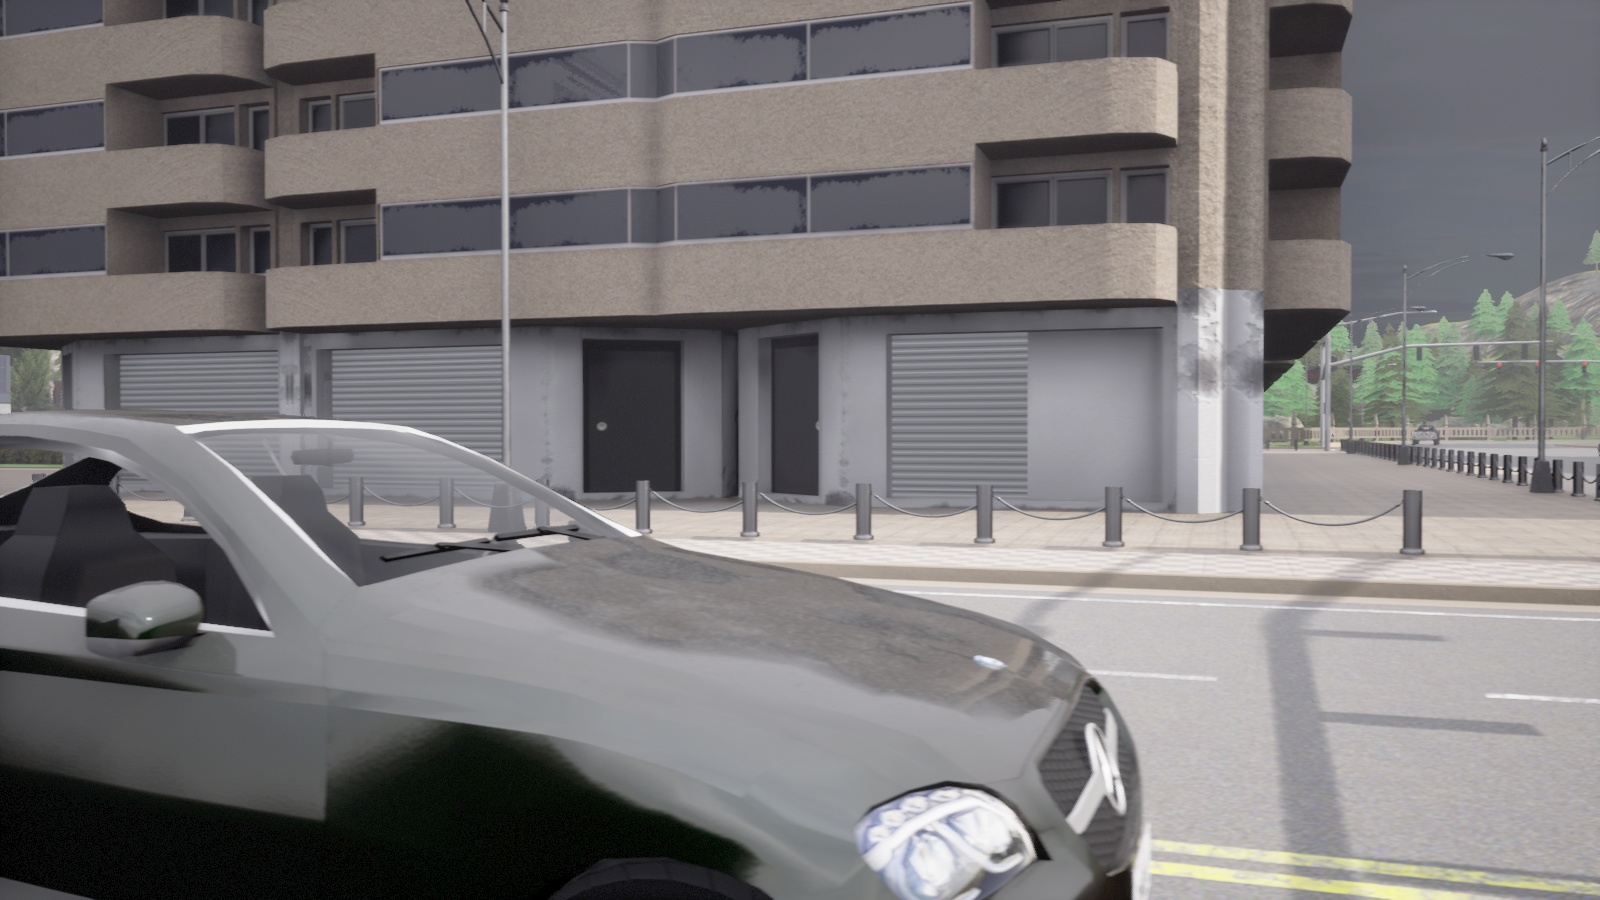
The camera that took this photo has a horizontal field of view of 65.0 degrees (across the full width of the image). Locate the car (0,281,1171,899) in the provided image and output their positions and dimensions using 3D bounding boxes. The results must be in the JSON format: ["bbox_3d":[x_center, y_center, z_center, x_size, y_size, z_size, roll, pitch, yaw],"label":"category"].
[{"bbox_3d":[-1.569,0.534,3.718,5.027,1.651,2.152,1,1,19],"label":"car"}]

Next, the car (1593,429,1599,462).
[{"bbox_3d":[41.297,-0.190,62.318,2.242,1.667,4.611,1,1,19],"label":"car"}]
